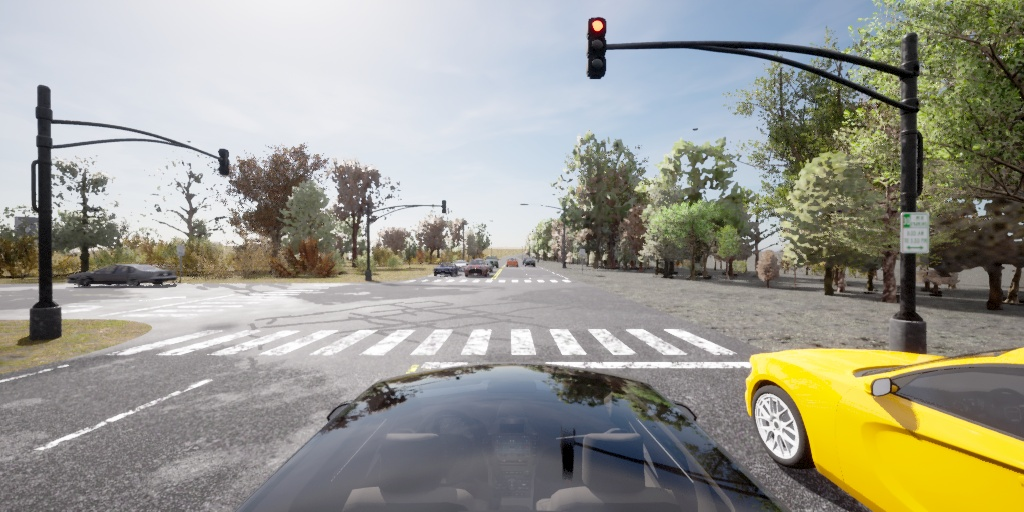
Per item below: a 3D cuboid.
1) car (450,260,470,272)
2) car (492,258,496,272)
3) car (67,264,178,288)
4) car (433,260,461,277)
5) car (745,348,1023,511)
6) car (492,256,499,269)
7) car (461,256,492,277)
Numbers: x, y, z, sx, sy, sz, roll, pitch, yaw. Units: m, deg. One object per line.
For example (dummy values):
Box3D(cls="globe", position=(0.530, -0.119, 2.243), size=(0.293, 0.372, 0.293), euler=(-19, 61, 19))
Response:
Box3D(cls="car", position=(-6.598, 1.277, 45.973), size=(1.812, 1.442, 4.674), euler=(0, 0, 0))
Box3D(cls="car", position=(-3.349, 1.277, 44.053), size=(1.812, 1.442, 4.674), euler=(0, 0, 0))
Box3D(cls="car", position=(-24.844, 1.240, 23.008), size=(5.357, 1.411, 2.033), euler=(0, 0, -3))
Box3D(cls="car", position=(-6.599, 1.351, 36.239), size=(1.895, 1.301, 4.718), euler=(0, 0, 0))
Box3D(cls="car", position=(3.363, 1.195, 1.716), size=(1.882, 1.535, 5.008), euler=(0, 1, 0))
Box3D(cls="car", position=(-3.342, 0.971, 58.964), size=(2.150, 2.045, 5.566), euler=(0, 0, 0))
Box3D(cls="car", position=(-3.348, 1.102, 35.066), size=(2.097, 1.767, 4.553), euler=(0, 0, 0))
